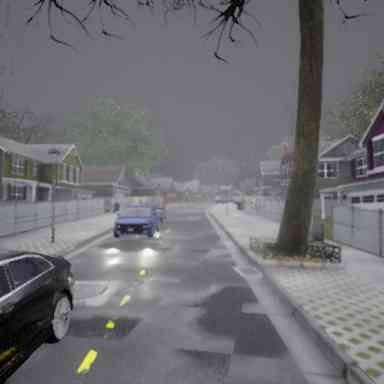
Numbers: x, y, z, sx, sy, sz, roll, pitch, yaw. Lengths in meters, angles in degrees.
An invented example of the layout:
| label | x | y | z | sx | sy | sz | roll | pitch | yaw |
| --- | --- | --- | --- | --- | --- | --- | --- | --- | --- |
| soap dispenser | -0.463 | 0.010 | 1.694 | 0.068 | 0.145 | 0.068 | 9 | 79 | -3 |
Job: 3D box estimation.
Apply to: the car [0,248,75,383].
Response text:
| label | x | y | z | sx | sy | sz | roll | pitch | yaw |
| --- | --- | --- | --- | --- | --- | --- | --- | --- | --- |
| car | -2.848 | 1.490 | 3.623 | 2.128 | 1.511 | 4.902 | 0 | 0 | 0 |

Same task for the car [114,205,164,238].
| label | x | y | z | sx | sy | sz | roll | pitch | yaw |
| --- | --- | --- | --- | --- | --- | --- | --- | --- | --- |
| car | -2.819 | 1.477 | 17.819 | 1.882 | 1.535 | 5.008 | 0 | 0 | 0 |

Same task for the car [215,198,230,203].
| label | x | y | z | sx | sy | sz | roll | pitch | yaw |
| --- | --- | --- | --- | --- | --- | --- | --- | --- | --- |
| car | 7.085 | 2.102 | 80.667 | 1.895 | 1.301 | 4.718 | -1 | -1 | 18 |

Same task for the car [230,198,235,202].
| label | x | y | z | sx | sy | sz | roll | pitch | yaw |
| --- | --- | --- | --- | --- | --- | --- | --- | --- | --- |
| car | 10.260 | 2.249 | 90.466 | 1.895 | 1.301 | 4.718 | -1 | -2 | 21 |

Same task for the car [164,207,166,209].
| label | x | y | z | sx | sy | sz | roll | pitch | yaw |
| --- | --- | --- | --- | --- | --- | --- | --- | --- | --- |
| car | -2.753 | 1.264 | 23.240 | 2.033 | 1.411 | 5.357 | 0 | 0 | 0 |
